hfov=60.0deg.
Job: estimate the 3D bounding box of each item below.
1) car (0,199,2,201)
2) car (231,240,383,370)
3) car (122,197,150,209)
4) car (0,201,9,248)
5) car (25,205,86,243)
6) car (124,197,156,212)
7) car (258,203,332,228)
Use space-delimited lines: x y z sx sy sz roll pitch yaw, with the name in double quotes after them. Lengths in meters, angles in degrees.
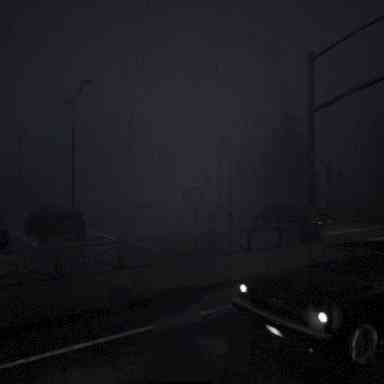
-21.577 1.374 36.432 1.845 1.501 3.633 0 0 -36 "car"
3.002 1.601 5.773 4.718 1.301 1.895 0 0 -32 "car"
-8.053 1.478 47.555 1.882 1.535 5.008 0 0 -36 "car"
-8.865 1.331 13.439 2.152 1.636 5.027 0 0 -36 "car"
-6.351 1.340 15.315 2.007 1.523 4.514 0 0 -36 "car"
-6.053 1.601 38.744 1.895 1.301 4.718 0 0 -36 "car"
6.608 1.505 21.716 1.837 1.490 4.892 0 0 -40 "car"
